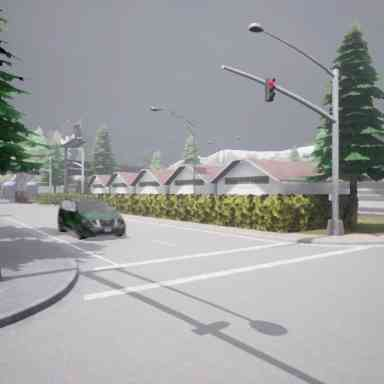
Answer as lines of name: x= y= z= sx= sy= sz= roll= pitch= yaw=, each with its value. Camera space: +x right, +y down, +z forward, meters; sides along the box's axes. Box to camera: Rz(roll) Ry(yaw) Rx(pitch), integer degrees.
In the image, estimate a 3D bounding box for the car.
car: x=-5.495 y=1.351 z=17.605 sx=2.150 sy=2.045 sz=5.566 roll=0 pitch=1 yaw=-36
